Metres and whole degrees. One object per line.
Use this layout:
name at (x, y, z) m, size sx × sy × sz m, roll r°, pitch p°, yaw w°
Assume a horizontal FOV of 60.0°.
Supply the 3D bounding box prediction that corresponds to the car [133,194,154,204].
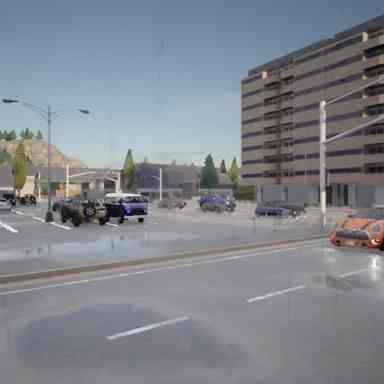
car at (-9.306, 1.546, 66.540) m, size 2.128 × 1.511 × 4.902 m, roll 0°, pitch 0°, yaw -35°

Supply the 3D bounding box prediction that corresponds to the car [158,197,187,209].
car at (-2.954, 1.619, 45.184) m, size 1.994 × 1.385 × 4.181 m, roll 0°, pitch 0°, yaw -35°

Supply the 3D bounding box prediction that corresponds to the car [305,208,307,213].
car at (9.072, 1.602, 34.292) m, size 2.033 × 1.411 × 5.357 m, roll 0°, pitch 0°, yaw -35°

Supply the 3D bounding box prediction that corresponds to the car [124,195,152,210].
car at (-8.723, 1.656, 53.367) m, size 1.895 × 1.301 × 4.718 m, roll 0°, pitch 0°, yaw -35°

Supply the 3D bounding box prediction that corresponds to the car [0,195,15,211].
car at (-21.826, 1.451, 37.877) m, size 1.970 × 1.475 × 3.806 m, roll 0°, pitch 0°, yaw -35°

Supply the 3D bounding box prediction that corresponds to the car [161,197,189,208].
car at (-2.649, 1.559, 50.815) m, size 1.837 × 1.490 × 4.892 m, roll 0°, pitch 0°, yaw -35°

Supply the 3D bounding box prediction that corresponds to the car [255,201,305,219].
car at (7.678, 1.618, 30.212) m, size 1.994 × 1.385 × 4.181 m, roll 0°, pitch 0°, yaw -35°

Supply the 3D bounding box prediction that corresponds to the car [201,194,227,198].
car at (3.184, 1.276, 42.581) m, size 2.150 × 2.045 × 5.566 m, roll 0°, pitch 0°, yaw -35°

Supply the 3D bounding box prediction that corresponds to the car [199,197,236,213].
car at (2.813, 1.619, 37.066) m, size 1.994 × 1.385 × 4.181 m, roll 0°, pitch 0°, yaw -35°

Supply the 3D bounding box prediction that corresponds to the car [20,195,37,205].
car at (-27.288, 1.208, 55.334) m, size 1.932 × 1.855 × 4.605 m, roll 0°, pitch 0°, yaw -35°

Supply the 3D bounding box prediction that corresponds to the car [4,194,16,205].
car at (-29.684, 1.211, 53.710) m, size 1.905 × 1.878 × 3.866 m, roll 0°, pitch 0°, yaw -35°

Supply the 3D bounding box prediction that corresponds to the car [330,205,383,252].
car at (7.822, 1.351, 13.917) m, size 4.553 × 1.767 × 2.097 m, roll 0°, pitch 0°, yaw -36°
